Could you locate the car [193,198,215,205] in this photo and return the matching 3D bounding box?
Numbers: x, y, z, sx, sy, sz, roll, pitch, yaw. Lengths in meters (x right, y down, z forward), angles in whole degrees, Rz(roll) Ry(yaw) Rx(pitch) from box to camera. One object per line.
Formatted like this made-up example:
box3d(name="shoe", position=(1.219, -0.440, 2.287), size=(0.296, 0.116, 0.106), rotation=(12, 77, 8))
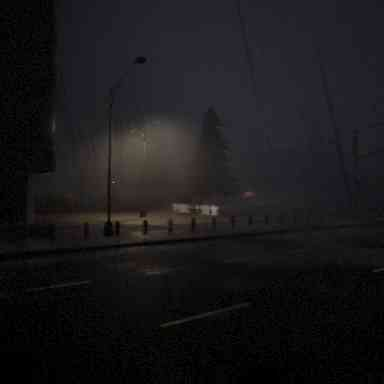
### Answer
box3d(name="car", position=(2.194, 1.892, 60.668), size=(1.882, 1.535, 5.008), rotation=(1, 0, -35))
